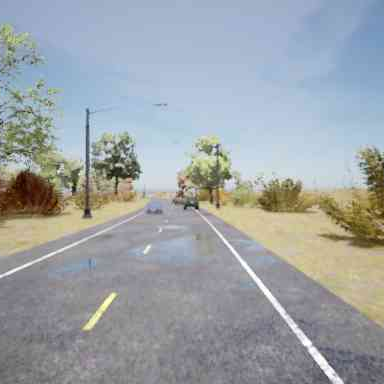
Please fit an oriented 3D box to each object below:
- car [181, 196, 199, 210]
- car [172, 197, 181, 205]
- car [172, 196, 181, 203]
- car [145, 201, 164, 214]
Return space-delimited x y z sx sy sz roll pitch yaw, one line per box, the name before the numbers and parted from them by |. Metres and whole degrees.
car | -0.114 1.625 49.850 2.150 2.045 5.566 0 0 -3
car | -2.595 1.913 69.805 1.994 1.385 4.181 0 0 -4
car | -4.095 1.974 87.019 2.097 1.767 4.553 0 0 -5
car | -4.448 1.858 39.655 1.812 1.442 4.674 0 0 -2
